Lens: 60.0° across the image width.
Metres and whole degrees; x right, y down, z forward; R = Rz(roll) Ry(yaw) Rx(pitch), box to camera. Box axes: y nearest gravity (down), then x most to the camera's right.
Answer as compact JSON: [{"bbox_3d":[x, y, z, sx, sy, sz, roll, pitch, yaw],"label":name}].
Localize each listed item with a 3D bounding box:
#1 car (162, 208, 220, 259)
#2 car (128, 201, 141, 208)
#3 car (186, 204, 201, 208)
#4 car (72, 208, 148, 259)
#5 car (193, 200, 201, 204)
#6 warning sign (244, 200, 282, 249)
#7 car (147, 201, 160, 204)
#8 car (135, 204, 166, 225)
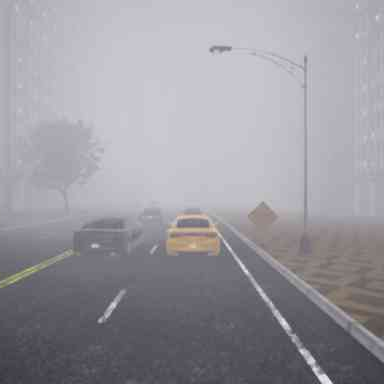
[{"bbox_3d":[0.057,1.657,13.453,1.882,1.535,5.008,0,0,1],"label":"car"},{"bbox_3d":[-9.802,2.327,57.570,1.994,1.385,4.181,0,-1,0],"label":"car"},{"bbox_3d":[0.050,1.931,27.510,1.994,1.385,4.181,0,-1,0],"label":"car"},{"bbox_3d":[-3.193,1.657,13.495,1.882,1.535,5.008,0,-1,0],"label":"car"},{"bbox_3d":[1.138,2.584,79.576,1.812,1.442,4.674,0,-1,0],"label":"car"},{"bbox_3d":[2.866,1.297,13.561,1.300,1.860,1.060,1,0,0],"label":"warning sign"},{"bbox_3d":[-6.553,2.266,57.422,1.837,1.490,4.892,0,-1,0],"label":"car"},{"bbox_3d":[-3.202,1.929,27.400,1.994,1.385,4.181,0,-1,1],"label":"car"}]
